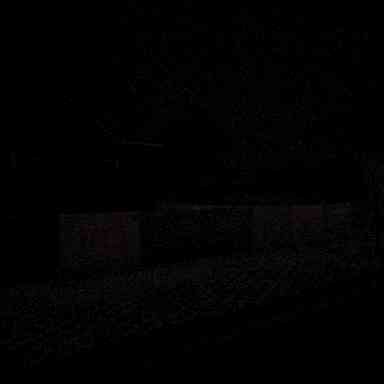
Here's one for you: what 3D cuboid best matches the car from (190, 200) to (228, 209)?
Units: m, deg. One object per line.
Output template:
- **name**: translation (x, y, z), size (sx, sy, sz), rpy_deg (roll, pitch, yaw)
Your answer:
- **car**: translation (1.879, 1.607, 36.309), size (4.902, 1.511, 2.128), rpy_deg (0, 3, 42)
